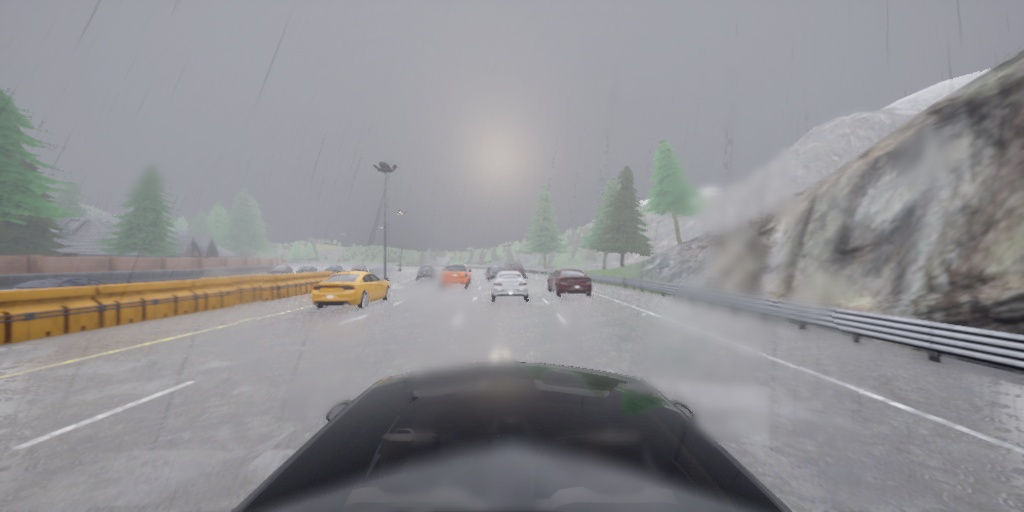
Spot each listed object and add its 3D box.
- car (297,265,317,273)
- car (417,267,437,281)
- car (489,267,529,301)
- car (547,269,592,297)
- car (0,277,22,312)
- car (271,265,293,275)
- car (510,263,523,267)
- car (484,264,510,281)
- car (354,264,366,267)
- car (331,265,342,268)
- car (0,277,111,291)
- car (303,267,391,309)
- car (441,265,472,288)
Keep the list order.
[{"bbox_3d":[-30.507,2.096,53.642,1.994,1.385,4.181,0,-1,-15],"label":"car"},{"bbox_3d":[-8.909,1.808,37.711,2.033,1.411,5.357,0,-1,-9],"label":"car"},{"bbox_3d":[-0.159,1.512,19.098,1.812,1.442,4.674,0,-1,-2],"label":"car"},{"bbox_3d":[3.252,1.481,21.056,1.882,1.535,5.008,0,-1,-3],"label":"car"},{"bbox_3d":[-21.215,1.519,12.719,1.994,1.385,4.181,0,-1,-1],"label":"car"},{"bbox_3d":[-34.003,2.061,53.206,1.812,1.442,4.674,0,-1,-15],"label":"car"},{"bbox_3d":[0.220,1.700,45.950,2.097,1.767,4.553,0,-1,-11],"label":"car"},{"bbox_3d":[-1.820,1.789,37.593,2.033,1.411,5.357,0,-1,-9],"label":"car"},{"bbox_3d":[-24.102,2.035,56.707,1.882,1.535,5.008,0,-1,-16],"label":"car"},{"bbox_3d":[-27.369,2.098,55.525,2.033,1.411,5.357,0,-1,-16],"label":"car"},{"bbox_3d":[-17.746,1.526,13.898,1.994,1.385,4.181,0,-1,-1],"label":"car"},{"bbox_3d":[-7.063,1.443,16.290,1.882,1.535,5.008,0,-1,-1],"label":"car"},{"bbox_3d":[-4.250,1.466,27.810,2.097,1.767,4.553,0,-1,-5],"label":"car"}]
